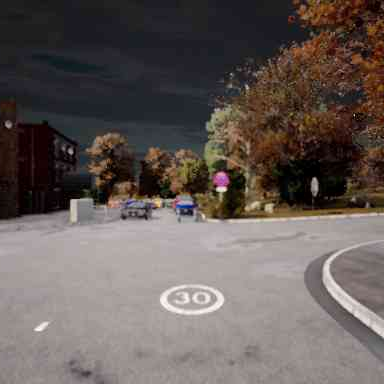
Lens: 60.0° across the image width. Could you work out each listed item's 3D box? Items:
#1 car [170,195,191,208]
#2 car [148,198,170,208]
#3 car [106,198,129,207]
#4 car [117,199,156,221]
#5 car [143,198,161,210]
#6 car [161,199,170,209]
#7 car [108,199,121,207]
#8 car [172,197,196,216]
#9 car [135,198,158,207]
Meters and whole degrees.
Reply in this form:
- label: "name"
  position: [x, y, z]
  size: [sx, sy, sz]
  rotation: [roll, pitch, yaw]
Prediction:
- label: "car"
  position: [-1.004, 1.369, 39.932]
  size: [2.435, 2.045, 5.566]
  rotation: [0, -1, -7]
- label: "car"
  position: [-5.660, 1.853, 56.393]
  size: [2.097, 1.535, 5.008]
  rotation: [-1, -1, -27]
- label: "car"
  position: [-15.755, 2.237, 70.157]
  size: [4.892, 1.521, 2.231]
  rotation: [-4, -2, 42]
- label: "car"
  position: [-4.327, 1.520, 26.643]
  size: [1.994, 1.385, 4.181]
  rotation: [0, -1, 1]
- label: "car"
  position: [-6.008, 1.813, 46.607]
  size: [1.994, 1.385, 4.181]
  rotation: [0, -1, -16]
- label: "car"
  position: [-3.455, 1.778, 51.093]
  size: [2.231, 1.521, 4.892]
  rotation: [0, 0, -18]
- label: "car"
  position: [-14.241, 2.026, 63.341]
  size: [2.097, 1.767, 4.553]
  rotation: [-1, -1, -39]
- label: "car"
  position: [-0.645, 1.555, 33.946]
  size: [2.097, 1.535, 5.008]
  rotation: [0, -1, -1]
- label: "car"
  position: [-8.411, 1.923, 61.265]
  size: [2.231, 1.521, 4.892]
  rotation: [-1, -1, -35]
